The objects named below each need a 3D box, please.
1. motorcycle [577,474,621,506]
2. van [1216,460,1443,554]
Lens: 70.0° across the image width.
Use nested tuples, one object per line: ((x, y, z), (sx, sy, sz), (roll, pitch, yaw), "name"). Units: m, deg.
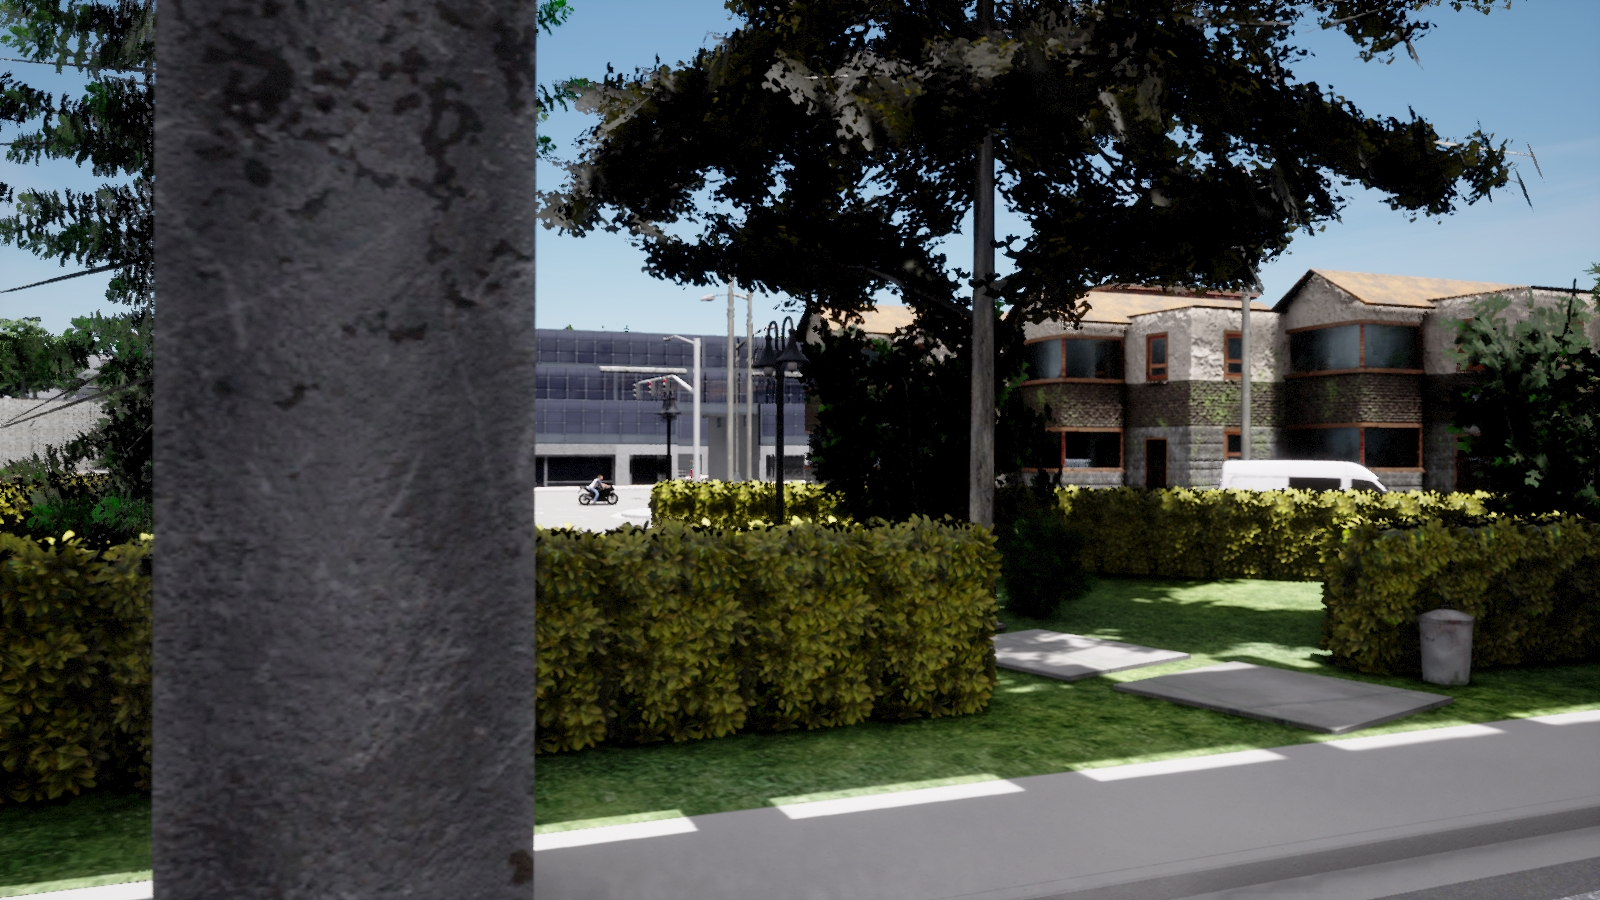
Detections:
((-10.056, 1.999, 57.096), (2.033, 1.505, 0.803), (0, 0, -21), "motorcycle")
((15.524, 1.608, 33.796), (5.915, 2.561, 1.988), (0, 0, 23), "van")
